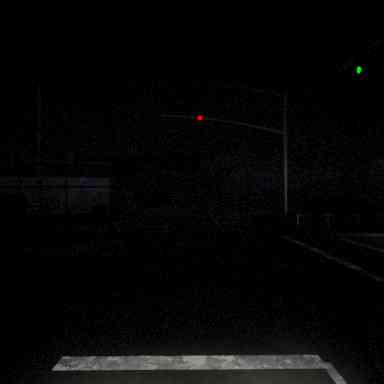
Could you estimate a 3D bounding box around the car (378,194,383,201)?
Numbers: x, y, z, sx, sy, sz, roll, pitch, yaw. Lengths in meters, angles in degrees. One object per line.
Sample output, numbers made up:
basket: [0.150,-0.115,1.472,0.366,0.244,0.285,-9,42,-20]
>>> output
car: [38.692,1.151,62.617,5.027,1.636,2.152,0,0,0]

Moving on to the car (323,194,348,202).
car: [31.281,1.295,72.669,4.514,1.523,2.007,0,0,0]

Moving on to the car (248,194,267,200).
car: [18.088,1.330,91.576,4.902,1.511,2.128,0,0,0]

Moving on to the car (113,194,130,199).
car: [-19.447,1.329,91.533,4.674,1.442,1.812,0,0,0]

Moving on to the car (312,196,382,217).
car: [13.066,1.338,28.225,4.514,1.523,2.007,0,0,0]

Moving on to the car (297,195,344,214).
car: [13.001,1.329,31.361,5.027,1.636,2.152,0,0,0]

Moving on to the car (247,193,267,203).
car: [12.817,1.358,65.618,3.806,1.475,1.970,0,0,0]

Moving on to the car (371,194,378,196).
car: [38.344,1.229,69.033,3.806,1.475,1.970,0,0,0]

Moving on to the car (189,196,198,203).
car: [0.239,1.544,69.640,2.033,1.411,5.357,0,0,0]

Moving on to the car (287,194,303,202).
car: [21.296,1.094,65.689,4.605,1.855,1.932,0,0,0]

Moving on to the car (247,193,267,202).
car: [13.416,1.074,68.945,3.866,1.878,1.905,0,0,0]

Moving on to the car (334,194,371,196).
car: [20.629,1.318,43.237,3.633,1.501,1.845,0,0,0]
